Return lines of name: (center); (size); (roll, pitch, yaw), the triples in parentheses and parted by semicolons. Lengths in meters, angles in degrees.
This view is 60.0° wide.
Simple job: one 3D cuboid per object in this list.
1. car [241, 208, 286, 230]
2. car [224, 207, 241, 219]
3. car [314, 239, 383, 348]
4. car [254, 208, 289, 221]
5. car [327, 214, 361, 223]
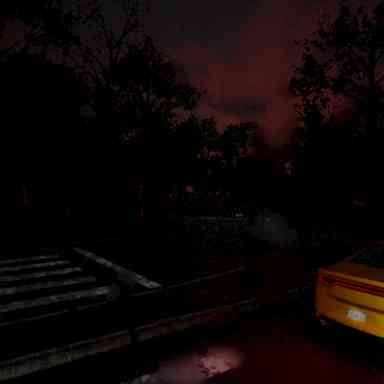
car: (5.780, 2.133, 26.616); (1.837, 1.490, 4.892); (3, -2, -9)
car: (6.316, 2.879, 45.611); (2.128, 1.511, 4.902); (1, -3, 41)
car: (4.270, 1.513, 5.732); (5.008, 1.535, 1.882); (1, -1, -32)
car: (11.036, 3.149, 45.979); (4.902, 1.511, 2.128); (5, -3, -39)
car: (24.601, 4.227, 53.475); (5.357, 1.411, 2.033); (3, -2, 6)
